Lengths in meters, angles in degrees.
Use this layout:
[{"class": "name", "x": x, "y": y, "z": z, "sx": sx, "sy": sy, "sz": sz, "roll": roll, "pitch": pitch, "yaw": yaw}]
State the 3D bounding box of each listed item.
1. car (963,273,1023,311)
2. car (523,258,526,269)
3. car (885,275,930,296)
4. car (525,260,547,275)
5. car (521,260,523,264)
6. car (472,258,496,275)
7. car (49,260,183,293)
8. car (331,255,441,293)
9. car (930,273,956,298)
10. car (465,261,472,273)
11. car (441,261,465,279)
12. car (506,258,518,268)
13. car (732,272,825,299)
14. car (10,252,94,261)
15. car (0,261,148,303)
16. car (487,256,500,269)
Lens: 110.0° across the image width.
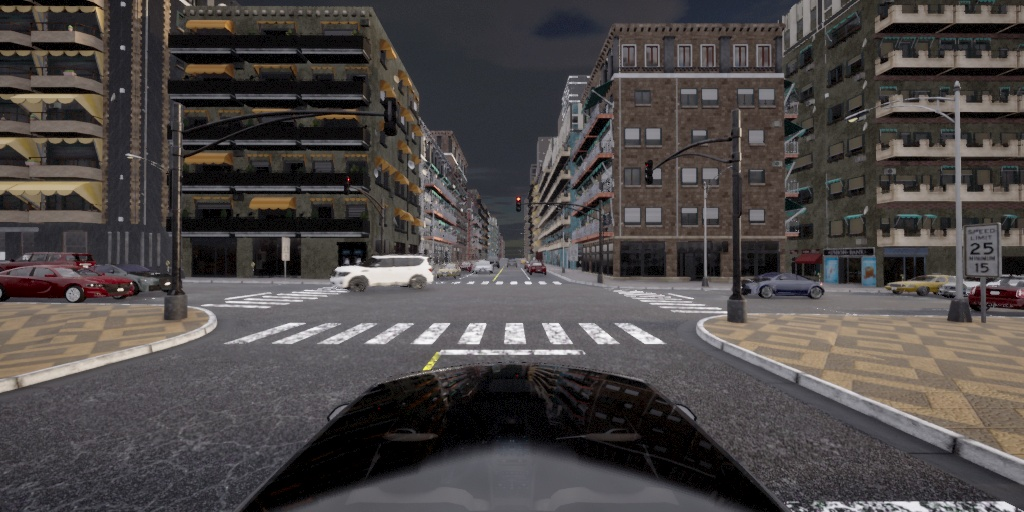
[{"class": "car", "x": 20.837, "y": 1.501, "z": 14.030, "sx": 4.097, "sy": 1.591, "sz": 1.967, "roll": 0, "pitch": 0, "yaw": 0}, {"class": "car", "x": 2.700, "y": 1.201, "z": 43.888, "sx": 1.967, "sy": 1.591, "sz": 4.097, "roll": 0, "pitch": 0, "yaw": 0}, {"class": "car", "x": 26.251, "y": 1.756, "z": 22.384, "sx": 4.829, "sy": 1.417, "sz": 1.751, "roll": 0, "pitch": 0, "yaw": 0}, {"class": "car", "x": 2.699, "y": 1.305, "z": 38.364, "sx": 1.888, "sy": 1.381, "sz": 4.507, "roll": 0, "pitch": 0, "yaw": 0}, {"class": "car", "x": 2.702, "y": 1.348, "z": 54.934, "sx": 1.802, "sy": 1.307, "sz": 4.207, "roll": 0, "pitch": 0, "yaw": 0}, {"class": "car", "x": -3.093, "y": 1.286, "z": 40.125, "sx": 1.812, "sy": 1.442, "sz": 4.674, "roll": 0, "pitch": 0, "yaw": 0}, {"class": "car", "x": -17.674, "y": 1.050, "z": 16.307, "sx": 4.181, "sy": 1.385, "sz": 1.994, "roll": 1, "pitch": -1, "yaw": -1}, {"class": "car", "x": -7.301, "y": 0.959, "z": 20.727, "sx": 5.566, "sy": 2.045, "sz": 2.150, "roll": 1, "pitch": 2, "yaw": -38}, {"class": "car", "x": 26.631, "y": 1.734, "z": 19.834, "sx": 4.674, "sy": 1.442, "sz": 1.812, "roll": 1, "pitch": -1, "yaw": 0}, {"class": "car", "x": -5.681, "y": 1.307, "z": 43.903, "sx": 1.888, "sy": 1.381, "sz": 4.507, "roll": 0, "pitch": 0, "yaw": 0}, {"class": "car", "x": -5.683, "y": 1.283, "z": 32.686, "sx": 1.751, "sy": 1.417, "sz": 4.829, "roll": 0, "pitch": 0, "yaw": 0}, {"class": "car", "x": 0.014, "y": 1.261, "z": 63.793, "sx": 2.128, "sy": 1.511, "sz": 4.902, "roll": 0, "pitch": 0, "yaw": 0}, {"class": "car", "x": 14.573, "y": 1.584, "z": 19.748, "sx": 4.181, "sy": 1.385, "sz": 1.994, "roll": 1, "pitch": -1, "yaw": -1}, {"class": "car", "x": -28.642, "y": 0.687, "z": 22.013, "sx": 5.009, "sy": 1.841, "sz": 2.192, "roll": 0, "pitch": 0, "yaw": 0}, {"class": "car", "x": -17.260, "y": 1.012, "z": 13.716, "sx": 4.507, "sy": 1.381, "sz": 1.888, "roll": 0, "pitch": 0, "yaw": 0}, {"class": "car", "x": -3.078, "y": 0.990, "z": 57.558, "sx": 2.150, "sy": 2.045, "sz": 5.566, "roll": 0, "pitch": 0, "yaw": 0}]
